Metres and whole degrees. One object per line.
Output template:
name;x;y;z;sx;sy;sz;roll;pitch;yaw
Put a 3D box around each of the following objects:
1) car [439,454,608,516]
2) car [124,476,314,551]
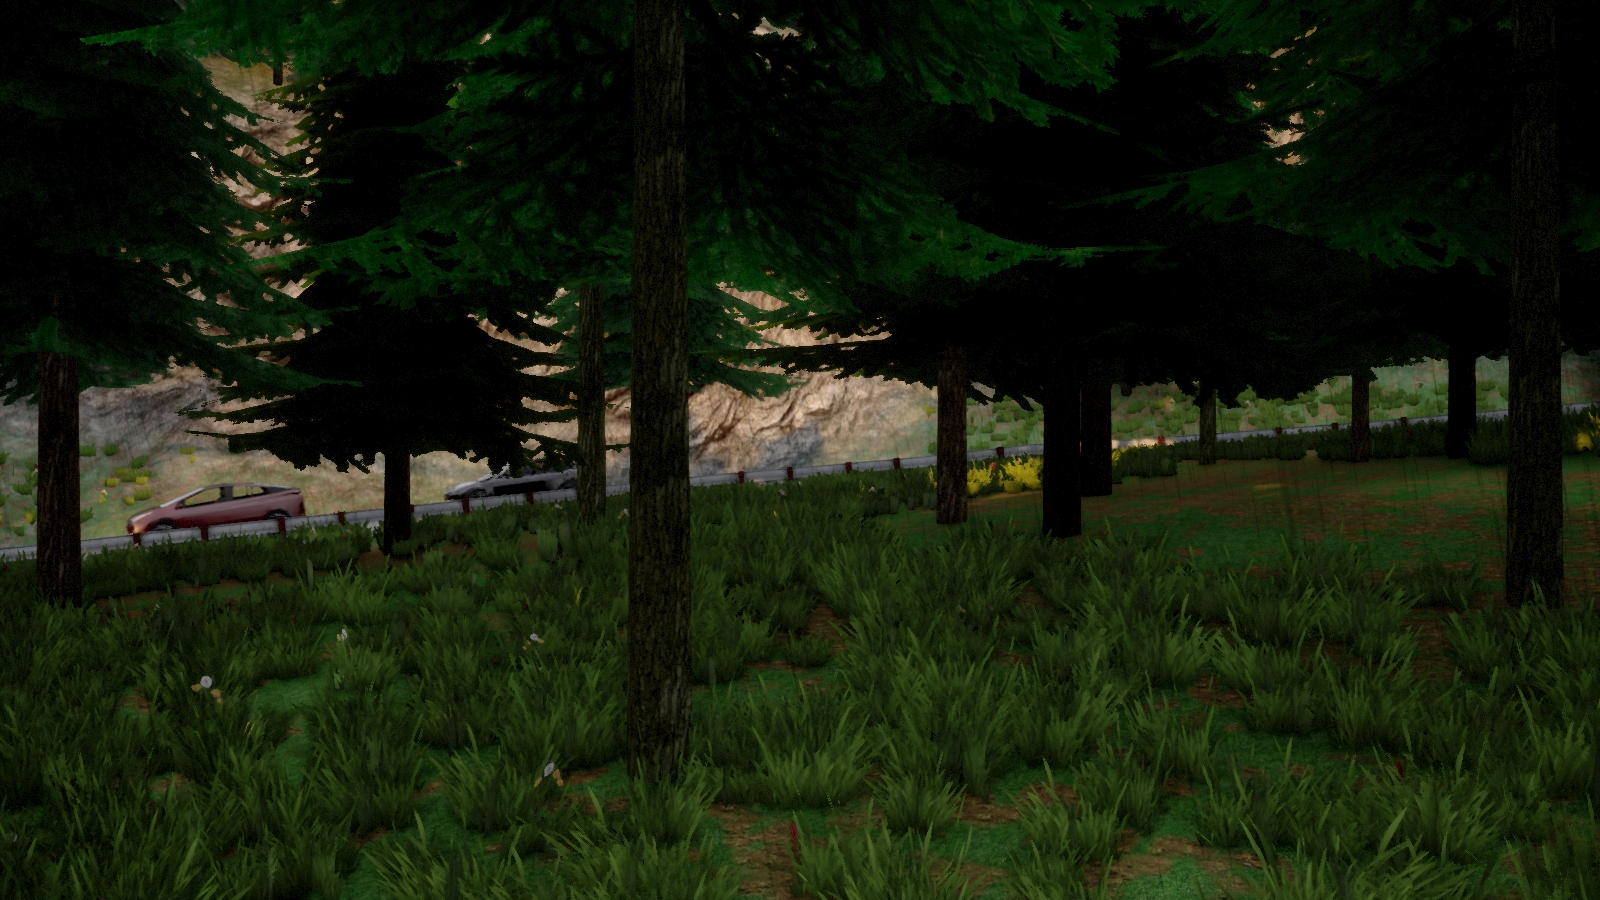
car;-8.840;1.067;36.589;4.792;1.488;2.163;-5;2;-26
car;-16.291;1.714;32.113;4.514;1.525;2.007;-5;3;-31
